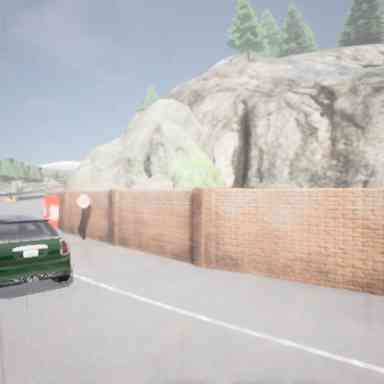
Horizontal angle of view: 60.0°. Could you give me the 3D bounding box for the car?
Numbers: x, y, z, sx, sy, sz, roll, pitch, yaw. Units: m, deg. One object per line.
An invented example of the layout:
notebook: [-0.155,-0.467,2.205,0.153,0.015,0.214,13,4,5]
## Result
car: [-5.073,1.376,8.837,4.553,1.767,2.097,0,0,45]

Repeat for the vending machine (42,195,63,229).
vending machine: [-9.065,1.263,21.574,1.100,2.100,0.880,0,0,-32]
